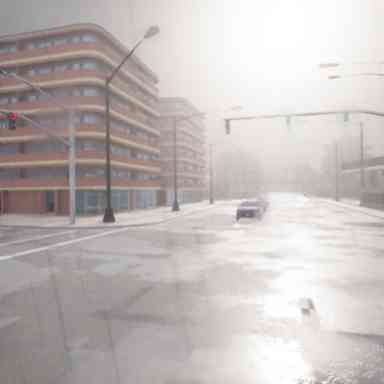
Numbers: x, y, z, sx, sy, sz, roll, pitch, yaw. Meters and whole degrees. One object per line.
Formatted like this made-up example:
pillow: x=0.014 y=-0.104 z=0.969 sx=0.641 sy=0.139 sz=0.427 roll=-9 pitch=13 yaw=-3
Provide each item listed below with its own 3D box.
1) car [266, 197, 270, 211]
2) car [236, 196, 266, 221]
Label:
car: x=7.193 y=1.481 z=36.388 sx=1.895 sy=1.301 sz=4.718 roll=-1 pitch=0 yaw=15
car: x=4.728 y=1.405 z=27.018 sx=1.882 sy=1.535 sz=5.008 roll=-1 pitch=0 yaw=15
